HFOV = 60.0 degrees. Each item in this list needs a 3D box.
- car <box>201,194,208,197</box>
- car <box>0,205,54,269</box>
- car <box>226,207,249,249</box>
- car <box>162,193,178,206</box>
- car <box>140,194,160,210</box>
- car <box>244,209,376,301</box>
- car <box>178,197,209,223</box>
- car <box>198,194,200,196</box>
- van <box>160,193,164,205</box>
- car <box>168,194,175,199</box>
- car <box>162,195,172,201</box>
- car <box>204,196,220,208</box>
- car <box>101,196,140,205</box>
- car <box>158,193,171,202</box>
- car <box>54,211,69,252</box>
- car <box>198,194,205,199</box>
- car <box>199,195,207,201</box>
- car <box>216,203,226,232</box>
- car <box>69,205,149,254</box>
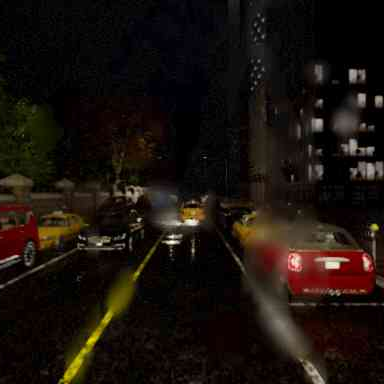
[{"bbox_3d":[2.681,1.351,47.293,1.967,1.590,4.097,1,0,0],"label":"car"},{"bbox_3d":[-5.684,1.305,8.366,2.192,1.841,5.009,1,0,0],"label":"car"},{"bbox_3d":[2.692,1.507,14.178,1.752,1.417,4.829,1,0,0],"label":"car"},{"bbox_3d":[-3.095,1.388,52.858,2.128,1.511,4.902,0,0,0],"label":"car"},{"bbox_3d":[-5.696,1.241,41.731,2.192,1.841,5.009,1,0,0],"label":"car"},{"bbox_3d":[2.695,1.430,8.328,1.967,1.590,4.097,1,0,0],"label":"car"},{"bbox_3d":[0.090,1.420,25.269,1.801,1.575,5.366,0,0,0],"label":"car"},{"bbox_3d":[2.673,1.288,69.763,1.967,1.590,4.097,1,0,0],"label":"car"},{"bbox_3d":[-5.700,1.237,52.959,1.690,1.788,3.998,1,0,0],"label":"van"},{"bbox_3d":[-5.717,1.291,92.087,1.752,1.417,4.829,1,0,0],"label":"car"},{"bbox_3d":[-5.711,1.373,75.416,1.887,1.381,4.507,1,0,0],"label":"car"},{"bbox_3d":[2.681,1.508,41.676,1.802,1.307,4.206,1,0,0],"label":"car"},{"bbox_3d":[-5.690,1.277,25.413,2.192,1.841,5.009,1,0,0],"label":"car"},{"bbox_3d":[-5.706,1.162,69.801,2.192,1.841,5.009,1,0,0],"label":"car"},{"bbox_3d":[-5.688,1.507,13.878,1.752,1.417,4.829,1,0,0],"label":"car"},{"bbox_3d":[2.663,1.310,92.234,1.887,1.381,4.507,1,0,0],"label":"car"},{"bbox_3d":[2.667,1.353,80.999,1.887,1.381,4.507,1,0,0],"label":"car"},{"bbox_3d":[2.689,1.539,19.689,1.947,1.339,4.313,1,0,0],"label":"car"},{"bbox_3d":[-3.106,1.487,13.528,1.837,1.490,4.892,0,0,0],"label":"car"}]
